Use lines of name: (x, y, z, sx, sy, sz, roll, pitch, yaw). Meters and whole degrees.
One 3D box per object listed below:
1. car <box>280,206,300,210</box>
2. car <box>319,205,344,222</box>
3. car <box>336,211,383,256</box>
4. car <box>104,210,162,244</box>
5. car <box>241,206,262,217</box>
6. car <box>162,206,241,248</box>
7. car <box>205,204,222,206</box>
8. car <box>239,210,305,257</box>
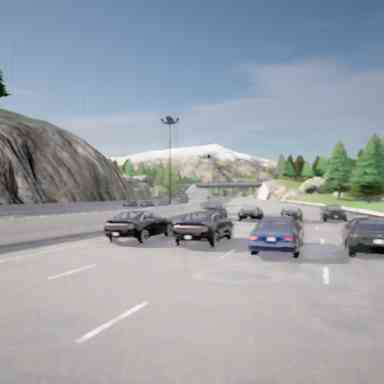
car: (8.818, 1.934, 29.668, 1.895, 1.301, 4.718, 0, -1, 16)
car: (12.348, 1.848, 29.303, 1.812, 1.442, 4.674, 0, 0, 16)
car: (7.182, 1.711, 13.442, 1.994, 1.385, 4.181, 0, -1, 20)
car: (-2.600, 1.701, 17.266, 2.128, 1.511, 4.902, 0, -1, 20)
car: (5.464, 1.952, 30.667, 1.895, 1.301, 4.718, 0, -1, 16)
car: (0.672, 1.681, 16.024, 2.128, 1.511, 4.902, 0, -1, 20)
car: (2.174, 1.864, 31.902, 2.128, 1.511, 4.902, 0, -1, 16)
car: (3.608, 1.705, 13.856, 2.033, 1.411, 5.357, 0, -1, 20)
